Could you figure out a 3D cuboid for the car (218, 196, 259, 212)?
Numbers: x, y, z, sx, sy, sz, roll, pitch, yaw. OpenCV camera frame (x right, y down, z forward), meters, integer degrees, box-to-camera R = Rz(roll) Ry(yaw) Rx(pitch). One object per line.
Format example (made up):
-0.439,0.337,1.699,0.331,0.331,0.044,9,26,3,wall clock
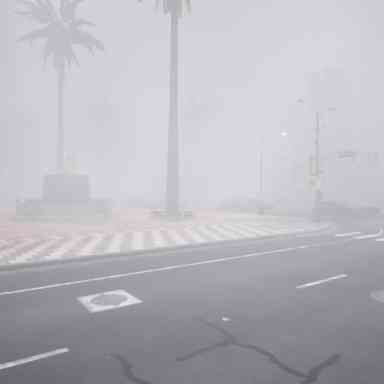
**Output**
5.049,1.526,38.816,1.812,1.442,4.674,0,0,-43,car

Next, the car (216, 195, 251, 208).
5.910,1.352,47.829,4.553,1.767,2.097,0,0,40,car

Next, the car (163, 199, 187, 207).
-2.824,1.564,48.824,4.181,1.385,1.994,0,0,24,car

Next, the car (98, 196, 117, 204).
-15.836,1.491,59.119,4.902,1.511,2.128,0,0,2,car

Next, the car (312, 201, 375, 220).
12.497,1.507,28.259,1.837,1.490,4.892,1,-1,-27,car

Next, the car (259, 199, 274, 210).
7.735,1.505,40.953,1.837,1.490,4.892,0,0,-43,car

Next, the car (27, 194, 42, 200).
-26.045,1.221,58.555,5.566,2.045,2.150,0,0,-10,car

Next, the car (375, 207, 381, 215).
15.131,1.601,31.539,1.895,1.301,4.718,0,0,-36,car

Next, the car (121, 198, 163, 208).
-7.404,1.547,47.047,5.357,1.411,2.033,0,0,17,car

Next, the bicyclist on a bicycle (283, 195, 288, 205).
15.275,1.300,54.474,0.582,1.620,1.656,0,0,42,bicyclist on a bicycle
